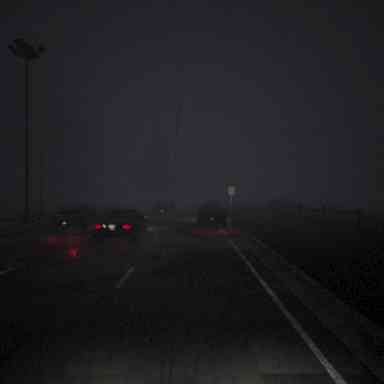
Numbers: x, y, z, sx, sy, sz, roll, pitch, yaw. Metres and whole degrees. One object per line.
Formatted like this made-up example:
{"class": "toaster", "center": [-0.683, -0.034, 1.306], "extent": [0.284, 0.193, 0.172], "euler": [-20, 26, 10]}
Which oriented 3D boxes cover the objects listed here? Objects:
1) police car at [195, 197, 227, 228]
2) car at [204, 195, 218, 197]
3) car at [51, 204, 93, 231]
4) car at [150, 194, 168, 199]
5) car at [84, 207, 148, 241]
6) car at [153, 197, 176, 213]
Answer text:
{"class": "police car", "center": [1.231, 1.402, 22.377], "extent": [1.930, 1.638, 5.238], "euler": [0, 0, 0]}
{"class": "car", "center": [4.786, 1.351, 82.150], "extent": [1.895, 1.301, 4.718], "euler": [0, 0, -38]}
{"class": "car", "center": [-6.894, 1.471, 20.418], "extent": [2.128, 1.511, 4.902], "euler": [0, 0, 0]}
{"class": "car", "center": [-8.849, 1.248, 90.433], "extent": [4.892, 1.490, 1.837], "euler": [0, 0, 2]}
{"class": "car", "center": [-3.396, 1.531, 16.581], "extent": [2.033, 1.411, 5.357], "euler": [0, 0, 0]}
{"class": "car", "center": [-2.825, 1.565, 35.629], "extent": [1.895, 1.301, 4.718], "euler": [0, 0, 4]}
